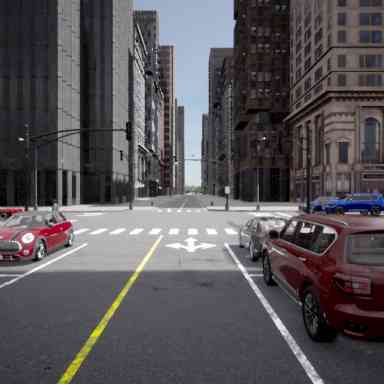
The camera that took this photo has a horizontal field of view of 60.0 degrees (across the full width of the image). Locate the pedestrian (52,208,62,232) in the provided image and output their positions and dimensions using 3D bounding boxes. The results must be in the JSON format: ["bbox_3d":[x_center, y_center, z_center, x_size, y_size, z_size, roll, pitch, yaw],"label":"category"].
[{"bbox_3d":[-7.609,1.572,18.749,0.375,1.300,0.375,0,0,0],"label":"pedestrian"}]

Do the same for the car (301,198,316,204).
[{"bbox_3d":[13.294,1.284,34.110,4.553,1.767,2.097,0,0,0],"label":"car"}]

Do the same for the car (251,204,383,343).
[{"bbox_3d":[2.740,1.314,6.394,2.192,1.841,5.009,0,0,0],"label":"car"}]

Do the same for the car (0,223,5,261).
[{"bbox_3d":[-5.784,1.524,6.197,1.752,1.417,4.829,0,0,0],"label":"car"}]

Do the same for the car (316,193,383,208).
[{"bbox_3d":[14.968,1.163,30.874,5.566,2.045,2.150,0,0,-2],"label":"car"}]

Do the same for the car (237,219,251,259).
[{"bbox_3d":[2.724,1.548,11.996,2.008,1.369,4.403,0,0,0],"label":"car"}]

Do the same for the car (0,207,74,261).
[{"bbox_3d":[-5.802,1.438,11.969,1.967,1.590,4.097,0,0,0],"label":"car"}]

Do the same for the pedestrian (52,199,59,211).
[{"bbox_3d":[-7.493,1.290,18.184,0.375,1.860,0.375,0,0,0],"label":"pedestrian"}]
